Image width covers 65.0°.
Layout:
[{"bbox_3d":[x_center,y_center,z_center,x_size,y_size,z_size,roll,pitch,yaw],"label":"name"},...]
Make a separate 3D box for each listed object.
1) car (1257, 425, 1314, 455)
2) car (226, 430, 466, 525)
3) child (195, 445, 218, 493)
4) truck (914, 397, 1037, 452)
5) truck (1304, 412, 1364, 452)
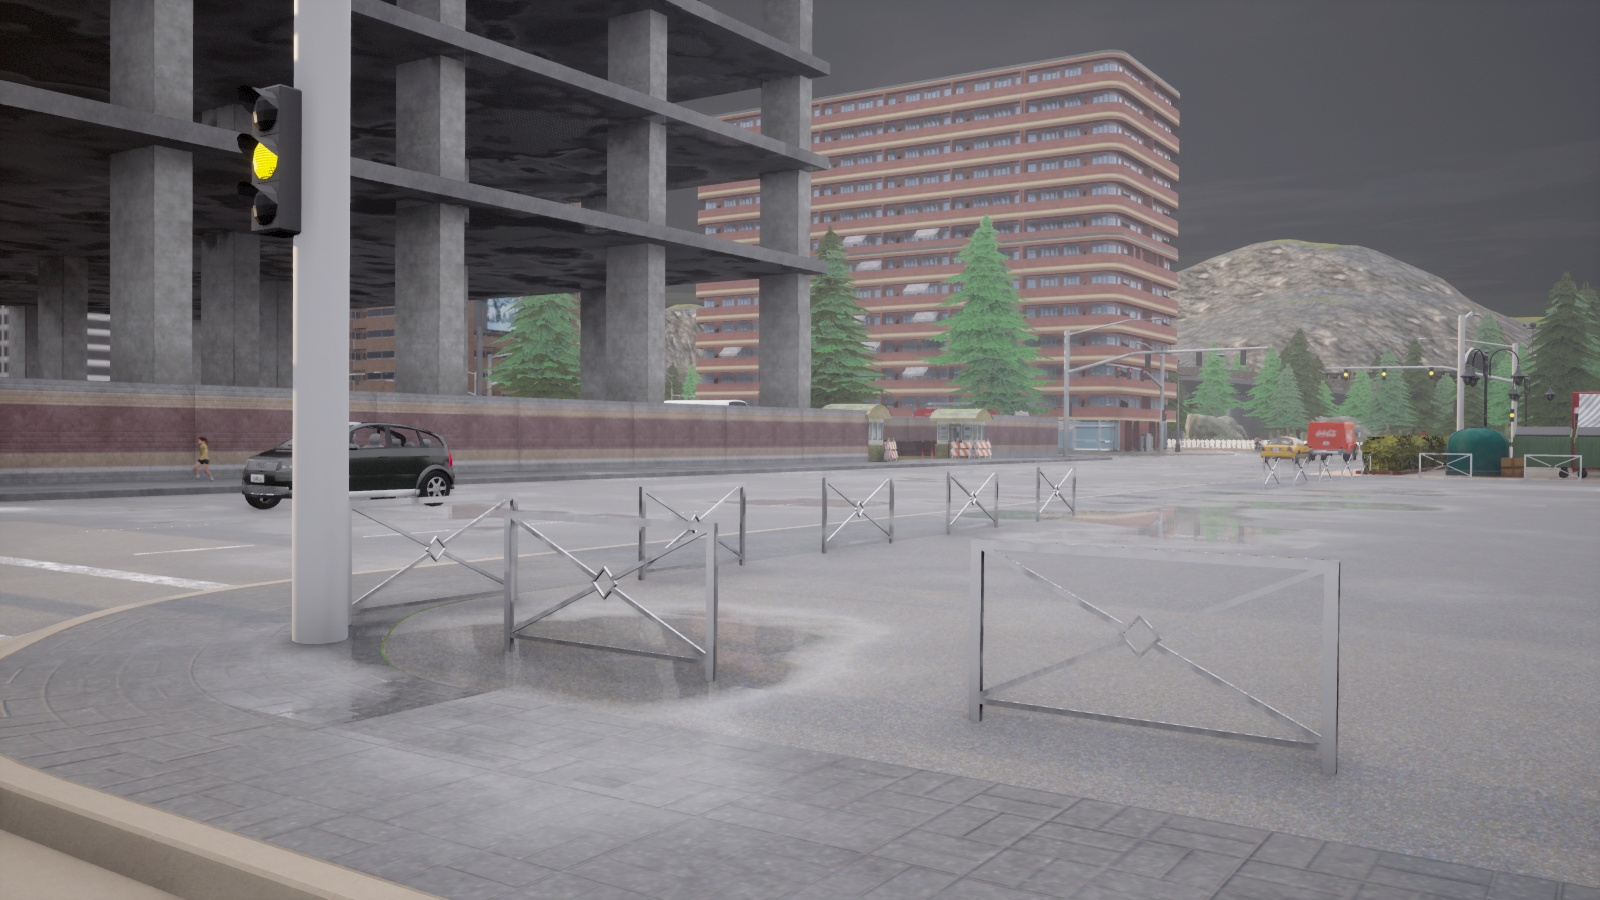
[{"bbox_3d":[26.637,-0.563,68.767,1.801,1.575,5.366,0,1,33],"label":"car"},{"bbox_3d":[-8.052,0.420,22.540,1.789,1.549,3.705,0,1,33],"label":"car"},{"bbox_3d":[-13.756,0.439,29.094,0.255,1.110,0.394,0,1,39],"label":"child"},{"bbox_3d":[12.721,-1.797,91.465,8.468,3.827,2.891,0,1,34],"label":"truck"},{"bbox_3d":[34.006,-1.165,79.939,2.627,2.467,5.204,0,1,33],"label":"truck"}]
